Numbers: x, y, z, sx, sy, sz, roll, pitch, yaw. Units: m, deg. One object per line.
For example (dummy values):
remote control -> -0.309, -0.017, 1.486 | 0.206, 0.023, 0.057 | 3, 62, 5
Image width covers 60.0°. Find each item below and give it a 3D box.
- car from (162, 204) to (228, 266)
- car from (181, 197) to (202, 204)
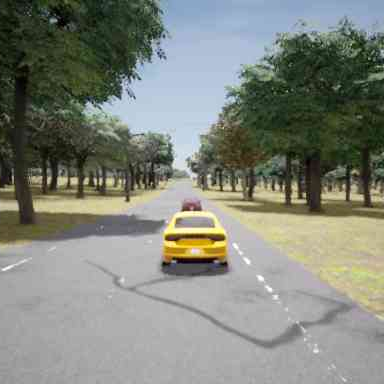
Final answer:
car -> 0.078, 1.392, 11.235 | 1.882, 1.535, 5.008 | 0, 1, 0
car -> -0.042, 1.212, 30.933 | 1.812, 1.442, 4.674 | 0, 1, 0
